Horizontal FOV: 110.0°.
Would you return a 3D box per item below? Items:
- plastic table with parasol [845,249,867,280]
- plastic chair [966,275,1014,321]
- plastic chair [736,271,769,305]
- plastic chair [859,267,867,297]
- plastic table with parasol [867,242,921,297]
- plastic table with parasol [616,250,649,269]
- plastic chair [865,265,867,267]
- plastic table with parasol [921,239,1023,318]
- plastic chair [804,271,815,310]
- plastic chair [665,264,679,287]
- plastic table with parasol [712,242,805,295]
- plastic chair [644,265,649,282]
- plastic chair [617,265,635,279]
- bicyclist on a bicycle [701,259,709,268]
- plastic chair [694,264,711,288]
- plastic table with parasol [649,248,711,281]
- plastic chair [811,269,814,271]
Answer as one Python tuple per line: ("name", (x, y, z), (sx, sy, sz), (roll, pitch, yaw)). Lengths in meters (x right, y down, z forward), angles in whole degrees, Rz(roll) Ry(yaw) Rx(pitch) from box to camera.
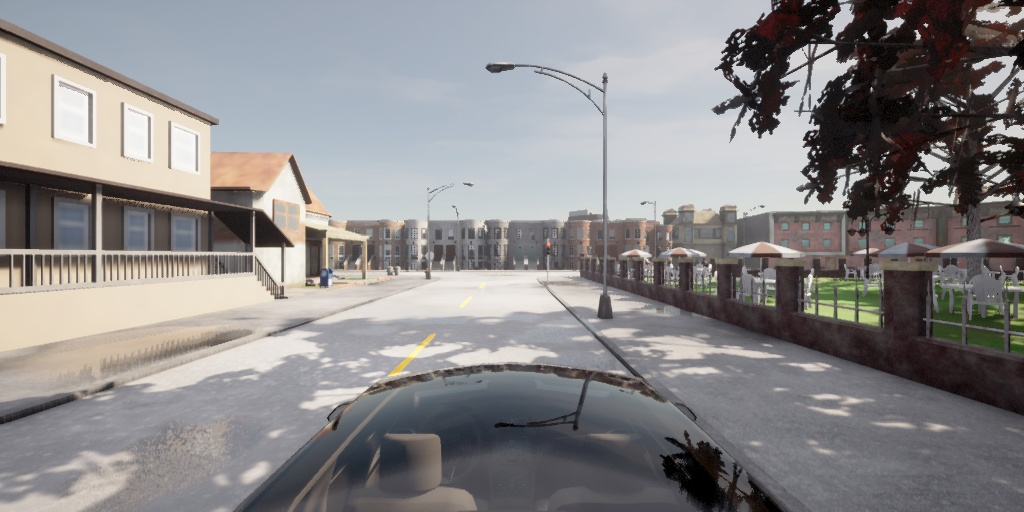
("plastic table with parasol", (28.263, 0.629, 28.103), (2.482, 2.480, 2.482), (0, 0, -38))
("plastic chair", (14.318, 1.304, 10.747), (0.730, 1.272, 0.750), (0, 0, -35))
("plastic chair", (8.999, 1.314, 13.488), (0.730, 1.272, 0.750), (0, 0, -35))
("plastic chair", (17.189, 1.293, 17.077), (0.750, 1.272, 0.730), (0, 0, -41))
("plastic table with parasol", (17.938, 0.619, 16.069), (2.482, 2.480, 2.482), (0, 0, -39))
("plastic table with parasol", (9.683, 0.734, 28.060), (2.482, 2.480, 2.482), (0, 0, -40))
("plastic chair", (27.250, 1.266, 27.157), (0.730, 1.272, 0.750), (0, 0, -32))
("plastic table with parasol", (15.292, 0.693, 11.649), (2.482, 2.480, 2.482), (0, 0, -40))
("plastic chair", (10.705, 1.308, 13.391), (0.750, 1.272, 0.730), (0, 0, -40))
("plastic chair", (9.710, 1.307, 21.928), (0.730, 1.272, 0.750), (0, 0, -35))
("plastic table with parasol", (9.972, 0.682, 14.388), (2.482, 2.480, 2.482), (0, 0, -40))
("plastic chair", (10.416, 1.337, 27.061), (0.750, 1.272, 0.730), (0, 0, -40))
("plastic chair", (8.710, 1.338, 27.158), (0.730, 1.272, 0.750), (0, 0, -35))
("bicyclist on a bicycle", (18.204, 1.088, 33.847), (0.582, 1.620, 1.656), (0, 0, 0))
("plastic chair", (11.416, 1.300, 21.831), (0.750, 1.272, 0.730), (0, 0, -40))
("plastic table with parasol", (10.683, 0.703, 22.830), (2.482, 2.480, 2.482), (0, 0, -40))
("plastic chair", (15.426, 1.292, 18.881), (0.750, 1.272, 0.730), (0, 0, -40))
